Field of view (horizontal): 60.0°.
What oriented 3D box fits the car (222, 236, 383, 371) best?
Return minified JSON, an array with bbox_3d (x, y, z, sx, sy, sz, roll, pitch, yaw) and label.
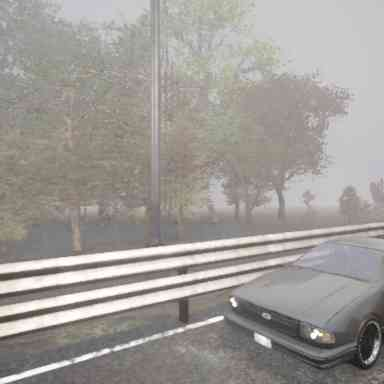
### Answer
[{"bbox_3d":[3.086,1.546,5.887,5.357,1.411,2.033,0,0,-36],"label":"car"}]
